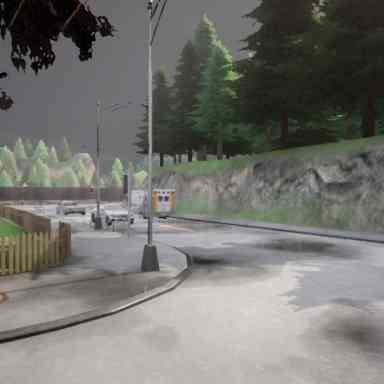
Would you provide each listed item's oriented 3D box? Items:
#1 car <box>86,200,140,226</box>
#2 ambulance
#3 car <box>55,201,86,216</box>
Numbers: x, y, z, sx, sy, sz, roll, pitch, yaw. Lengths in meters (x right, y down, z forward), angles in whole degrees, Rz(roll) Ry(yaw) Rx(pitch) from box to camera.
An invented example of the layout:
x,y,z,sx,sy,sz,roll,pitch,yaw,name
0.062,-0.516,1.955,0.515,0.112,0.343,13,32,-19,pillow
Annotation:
x,y,z,sx,sy,sz,roll,pitch,yaw,name
-5.809,1.526,23.946,1.812,1.442,4.674,0,0,-35,car
-3.904,1.031,28.352,2.351,2.431,6.366,0,0,-35,ambulance
-11.884,1.601,32.547,1.895,1.301,4.718,0,0,-35,car
